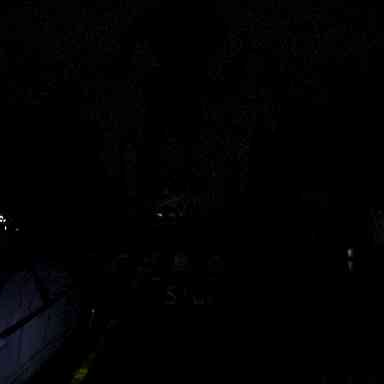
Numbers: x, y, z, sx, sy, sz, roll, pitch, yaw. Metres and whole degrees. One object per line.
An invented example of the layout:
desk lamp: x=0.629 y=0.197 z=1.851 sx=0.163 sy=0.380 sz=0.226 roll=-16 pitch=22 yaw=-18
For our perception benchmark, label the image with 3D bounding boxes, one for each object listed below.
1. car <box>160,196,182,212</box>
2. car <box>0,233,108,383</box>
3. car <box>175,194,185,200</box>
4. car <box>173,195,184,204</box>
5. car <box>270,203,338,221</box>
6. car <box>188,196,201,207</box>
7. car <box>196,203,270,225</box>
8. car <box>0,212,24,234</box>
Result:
car: x=-2.613 y=1.545 z=39.141 sx=1.882 sy=1.535 sz=5.008 roll=0 pitch=0 yaw=2
car: x=-2.608 y=1.558 z=4.033 sx=2.033 sy=1.411 sz=5.357 roll=0 pitch=0 yaw=3
car: x=-2.466 y=1.652 z=65.813 sx=2.033 sy=1.411 sz=5.357 roll=0 pitch=0 yaw=0
car: x=-2.539 y=1.559 z=49.853 sx=1.882 sy=1.535 sz=5.008 roll=0 pitch=0 yaw=0
car: x=8.940 y=1.589 z=27.110 sx=5.357 sy=1.411 sz=2.033 roll=-1 pitch=-1 yaw=-1
car: x=0.393 y=1.436 z=51.883 sx=2.097 sy=1.767 sz=4.553 roll=0 pitch=0 yaw=0
car: x=2.846 y=1.637 z=23.799 sx=4.718 sy=1.301 sz=1.895 roll=-1 pitch=-1 yaw=-1
car: x=-11.123 y=1.335 z=16.981 sx=4.553 sy=1.767 sz=2.097 roll=0 pitch=-1 yaw=-1
